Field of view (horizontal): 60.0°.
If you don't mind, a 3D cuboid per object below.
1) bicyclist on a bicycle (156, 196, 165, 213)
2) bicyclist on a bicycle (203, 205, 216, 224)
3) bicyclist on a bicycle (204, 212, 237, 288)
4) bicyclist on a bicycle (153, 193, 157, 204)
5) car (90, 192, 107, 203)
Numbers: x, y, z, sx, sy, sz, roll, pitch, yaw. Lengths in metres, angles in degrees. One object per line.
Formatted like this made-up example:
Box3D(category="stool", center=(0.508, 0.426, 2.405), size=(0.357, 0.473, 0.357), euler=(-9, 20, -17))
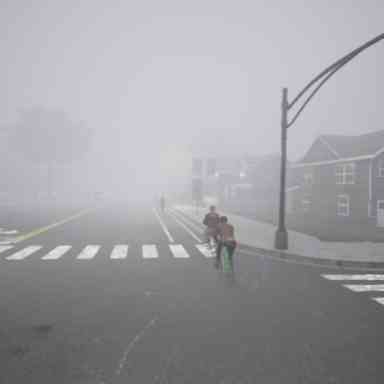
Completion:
Box3D(category="bicyclist on a bicycle", center=(-2.873, 1.205, 32.283), size=(0.582, 1.620, 1.656), euler=(1, 0, -9))
Box3D(category="bicyclist on a bicycle", center=(0.633, 1.323, 11.239), size=(0.659, 1.776, 1.843), euler=(1, 1, -9))
Box3D(category="bicyclist on a bicycle", center=(0.797, 1.427, 8.218), size=(0.582, 1.620, 1.656), euler=(2, 0, -9))
Box3D(category="bicyclist on a bicycle", center=(-5.496, 1.024, 49.961), size=(0.866, 1.612, 1.509), euler=(1, 0, -9))
Box3D(category="car", center=(-14.789, 0.735, 52.836), size=(2.097, 1.767, 4.553), euler=(1, 0, -9))
